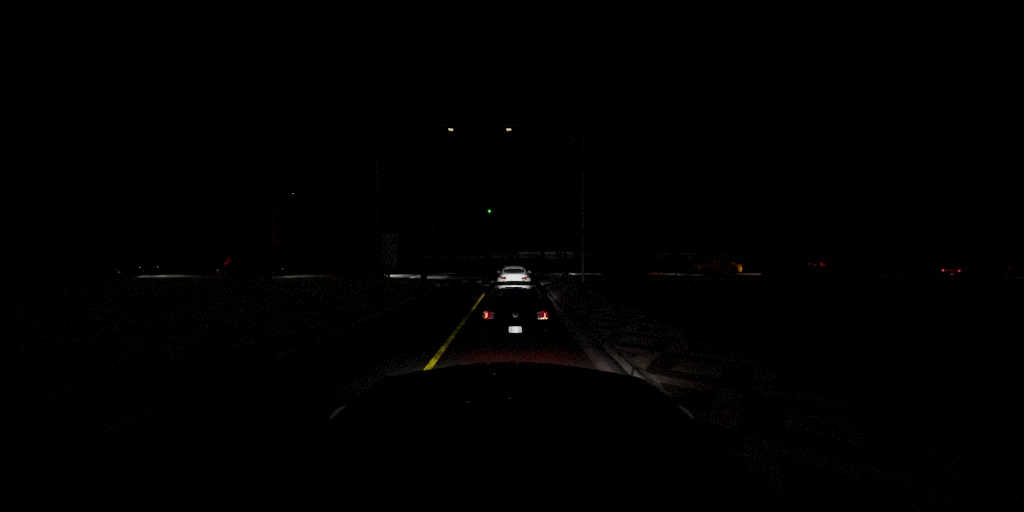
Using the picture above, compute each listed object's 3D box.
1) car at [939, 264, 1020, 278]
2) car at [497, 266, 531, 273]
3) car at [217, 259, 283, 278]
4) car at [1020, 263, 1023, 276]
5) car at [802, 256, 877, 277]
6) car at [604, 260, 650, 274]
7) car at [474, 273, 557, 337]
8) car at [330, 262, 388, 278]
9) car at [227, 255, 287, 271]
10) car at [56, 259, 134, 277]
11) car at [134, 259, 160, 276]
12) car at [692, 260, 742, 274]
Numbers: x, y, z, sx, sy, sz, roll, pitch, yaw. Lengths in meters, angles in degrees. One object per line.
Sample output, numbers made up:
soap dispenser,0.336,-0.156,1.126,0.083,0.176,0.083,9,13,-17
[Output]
car,42.300,1.368,32.626,4.718,1.301,1.895,0,0,1
car,0.121,1.271,20.728,1.812,1.442,4.674,0,0,1
car,-24.402,1.253,33.136,4.892,1.490,1.837,0,0,0
car,52.936,1.299,35.742,5.357,1.411,2.033,0,0,1
car,32.990,0.974,35.906,5.566,2.045,2.150,0,0,0
car,12.638,1.226,39.533,4.902,1.511,2.128,0,0,0
car,0.109,1.349,10.197,1.895,1.301,4.718,0,0,1
car,-13.972,1.359,33.053,4.718,1.301,1.895,0,0,1
car,-26.044,0.954,36.398,5.566,2.045,2.150,0,0,0
car,-38.770,1.222,33.093,4.902,1.511,2.128,0,0,-1
car,-38.700,1.069,36.341,4.553,1.767,2.097,0,0,-1
car,22.484,1.212,39.446,5.008,1.535,1.882,0,0,0
